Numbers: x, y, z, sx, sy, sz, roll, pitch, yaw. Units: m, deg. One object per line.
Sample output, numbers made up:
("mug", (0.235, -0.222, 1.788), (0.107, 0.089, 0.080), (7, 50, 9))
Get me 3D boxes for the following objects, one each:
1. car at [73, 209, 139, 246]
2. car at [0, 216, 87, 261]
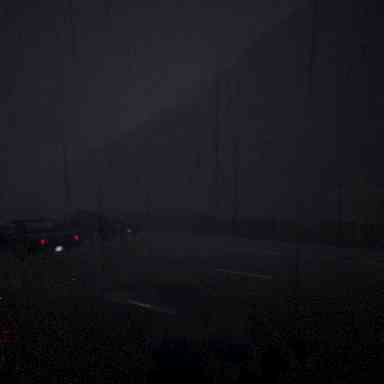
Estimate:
("car", (-4.748, 1.584, 15.980), (5.008, 1.535, 1.882), (-1, 0, 36))
("car", (-6.446, 1.704, 12.892), (4.718, 1.301, 1.895), (-1, 0, 36))
